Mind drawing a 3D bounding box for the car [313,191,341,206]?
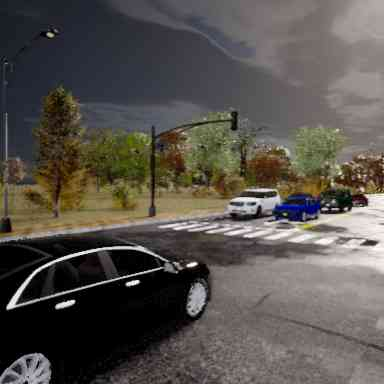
[{"bbox_3d":[16.810,0.767,41.352,2.097,1.767,4.553,1,1,36],"label":"car"}]

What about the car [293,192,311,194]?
[{"bbox_3d":[10.729,0.849,33.073,2.097,1.767,4.553,1,1,36],"label":"car"}]

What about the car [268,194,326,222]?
[{"bbox_3d":[7.396,1.124,23.017,1.882,1.535,5.008,1,1,37],"label":"car"}]

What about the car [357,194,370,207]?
[{"bbox_3d":[20.389,0.995,40.744,1.812,1.442,4.674,1,1,36],"label":"car"}]

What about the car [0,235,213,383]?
[{"bbox_3d":[-1.509,1.381,4.762,1.837,1.490,4.892,1,2,35],"label":"car"}]

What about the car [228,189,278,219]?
[{"bbox_3d":[4.862,0.800,25.064,2.150,2.045,5.566,1,1,36],"label":"car"}]

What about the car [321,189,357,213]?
[{"bbox_3d":[13.685,0.781,31.602,2.150,2.045,5.566,1,1,37],"label":"car"}]
